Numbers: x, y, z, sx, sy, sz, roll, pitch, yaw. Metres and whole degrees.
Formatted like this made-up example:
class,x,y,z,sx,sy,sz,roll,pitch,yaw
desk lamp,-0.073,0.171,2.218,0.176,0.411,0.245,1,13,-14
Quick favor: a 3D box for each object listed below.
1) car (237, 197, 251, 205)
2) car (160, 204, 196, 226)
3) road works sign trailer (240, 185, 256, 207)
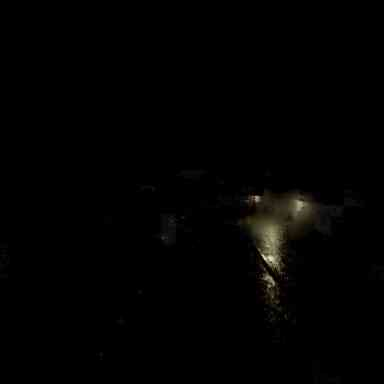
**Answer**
class,x,y,z,sx,sy,sz,roll,pitch,yaw
car,10.187,1.782,64.389,1.812,1.442,4.674,0,0,22
car,-0.884,1.603,24.439,2.033,1.411,5.357,0,0,8
road works sign trailer,9.227,0.654,54.350,2.380,3.560,2.880,0,0,21
